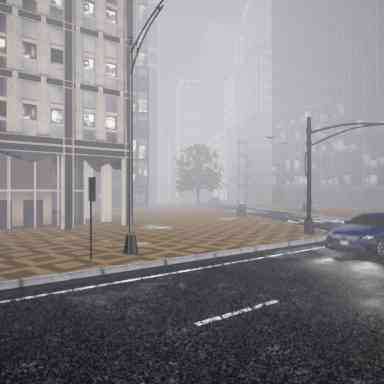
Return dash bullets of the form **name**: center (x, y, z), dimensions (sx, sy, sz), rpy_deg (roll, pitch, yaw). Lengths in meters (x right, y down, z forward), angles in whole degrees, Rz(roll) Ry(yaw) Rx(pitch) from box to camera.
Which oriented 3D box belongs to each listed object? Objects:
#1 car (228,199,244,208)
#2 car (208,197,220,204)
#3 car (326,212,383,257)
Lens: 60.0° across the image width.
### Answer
- **car**: center (7.498, 1.874, 56.495), dimensions (1.812, 1.442, 4.674), rpy_deg (0, 0, -8)
- **car**: center (4.924, 1.855, 74.619), dimensions (2.097, 1.767, 4.553), rpy_deg (0, 0, -8)
- **car**: center (7.202, 1.537, 13.045), dimensions (4.674, 1.442, 1.812), rpy_deg (1, 0, -37)
